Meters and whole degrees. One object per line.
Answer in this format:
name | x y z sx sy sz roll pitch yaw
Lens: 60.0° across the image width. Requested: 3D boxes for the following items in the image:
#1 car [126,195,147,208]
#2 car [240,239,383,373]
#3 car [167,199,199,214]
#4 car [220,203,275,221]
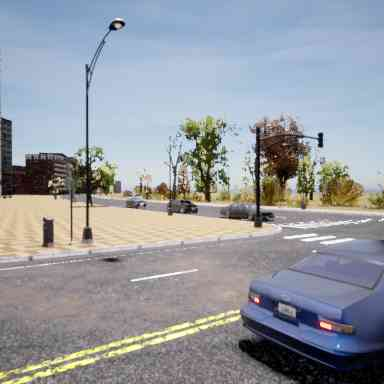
car | -8.272 1.596 48.955 2.128 1.511 4.902 0 0 -31
car | 3.283 1.546 5.640 5.357 1.411 2.033 0 0 -34
car | -1.076 1.584 37.056 1.837 1.490 4.892 0 0 -32
car | 4.482 1.601 28.025 2.033 1.411 5.357 0 0 -31
